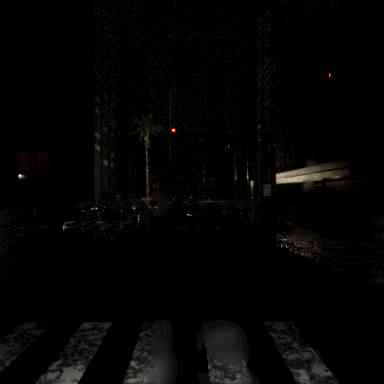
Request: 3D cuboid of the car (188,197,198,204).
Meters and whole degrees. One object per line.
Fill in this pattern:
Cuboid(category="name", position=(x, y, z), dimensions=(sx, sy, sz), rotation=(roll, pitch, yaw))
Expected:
Cuboid(category="car", position=(0.206, 1.815, 69.888), dimensions=(1.994, 1.385, 4.181), rotation=(0, 0, 0))

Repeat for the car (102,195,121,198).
Cuboid(category="car", position=(-9.795, 1.332, 39.903), dimensions=(2.150, 2.045, 5.566), rotation=(0, 0, 0))

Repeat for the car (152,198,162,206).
Cuboid(category="car", position=(-6.451, 1.801, 59.263), dimensions=(1.895, 1.301, 4.718), rotation=(0, 0, 1))

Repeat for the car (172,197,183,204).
Cuboid(category="car", position=(-3.044, 1.815, 69.867), dimensions=(1.994, 1.385, 4.181), rotation=(0, 0, 0))

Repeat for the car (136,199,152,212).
Cuboid(category="car", position=(-6.541, 1.604, 39.997), dimensions=(2.128, 1.511, 4.902), rotation=(0, 0, 0))

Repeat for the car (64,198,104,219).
Cuboid(category="car", position=(-9.804, 1.554, 29.918), dimensions=(1.882, 1.535, 5.008), rotation=(0, 0, 0))

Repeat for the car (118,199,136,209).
Cuboid(category="car", position=(-9.761, 1.720, 50.167), dimensions=(1.994, 1.385, 4.181), rotation=(0, 0, 0))

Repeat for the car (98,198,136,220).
Cuboid(category="car", position=(-6.558, 1.553, 29.655), dimensions=(1.882, 1.535, 5.008), rotation=(0, 0, 0))
